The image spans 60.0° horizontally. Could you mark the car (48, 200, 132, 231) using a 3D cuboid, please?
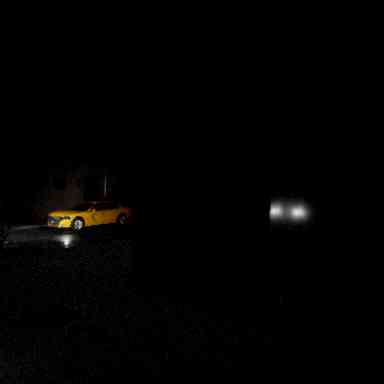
[{"bbox_3d":[-5.668,1.238,18.965,1.882,1.535,5.008,2,1,35],"label":"car"}]

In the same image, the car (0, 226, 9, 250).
[{"bbox_3d":[-7.826,1.469,10.052,1.895,1.301,4.718,0,1,7],"label":"car"}]
